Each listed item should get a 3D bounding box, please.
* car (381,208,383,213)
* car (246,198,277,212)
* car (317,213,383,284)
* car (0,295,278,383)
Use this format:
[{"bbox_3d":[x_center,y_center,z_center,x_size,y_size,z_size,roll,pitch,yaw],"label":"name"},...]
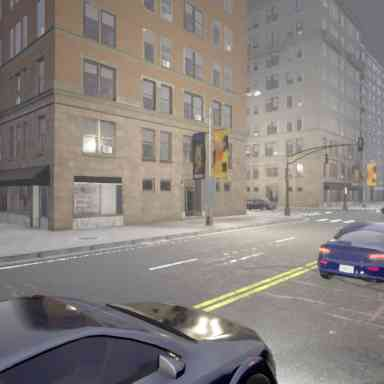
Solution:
[{"bbox_3d":[18.920,1.605,28.264,4.718,1.301,1.895,0,0,43],"label":"car"},{"bbox_3d":[7.595,1.491,38.907,4.892,1.490,1.837,0,0,44],"label":"car"},{"bbox_3d":[4.977,1.527,9.007,1.812,1.442,4.674,0,0,43],"label":"car"},{"bbox_3d":[-1.046,1.564,2.565,1.994,1.385,4.181,0,0,43],"label":"car"}]
